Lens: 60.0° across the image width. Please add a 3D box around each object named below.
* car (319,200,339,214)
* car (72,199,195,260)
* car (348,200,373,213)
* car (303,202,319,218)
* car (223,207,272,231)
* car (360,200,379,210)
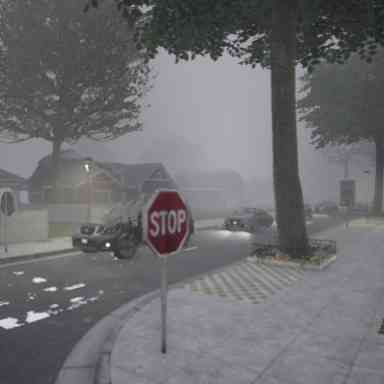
[{"bbox_3d":[15.960,1.724,39.387,2.128,1.511,4.902,0,0,36],"label":"car"},{"bbox_3d":[-2.086,1.336,13.584,2.150,2.045,5.566,0,0,35],"label":"car"},{"bbox_3d":[20.496,1.815,40.857,1.994,1.385,4.181,0,0,36],"label":"car"},{"bbox_3d":[9.640,1.682,30.403,2.128,1.511,4.902,0,0,35],"label":"car"},{"bbox_3d":[3.740,1.716,21.960,1.994,1.385,4.181,0,0,34],"label":"car"},{"bbox_3d":[26.182,1.851,48.997,1.994,1.385,4.181,0,0,34],"label":"car"}]
